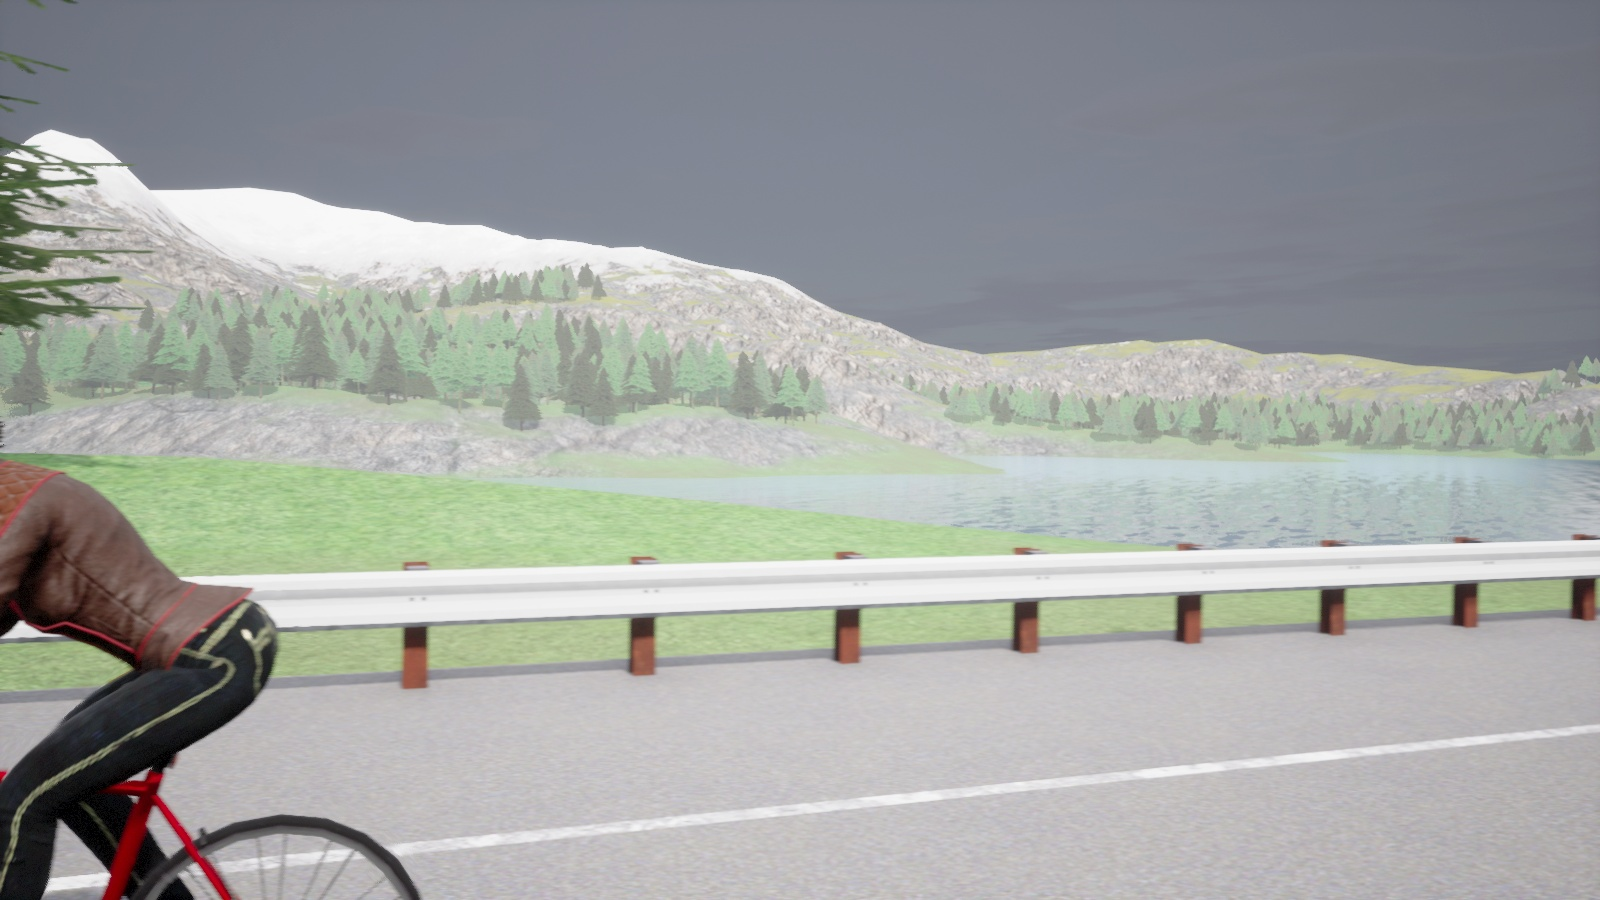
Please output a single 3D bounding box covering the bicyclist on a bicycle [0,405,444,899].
[{"bbox_3d":[-1.631,0.726,2.620,1.656,1.620,0.582,-1,1,-21],"label":"bicyclist on a bicycle"}]
